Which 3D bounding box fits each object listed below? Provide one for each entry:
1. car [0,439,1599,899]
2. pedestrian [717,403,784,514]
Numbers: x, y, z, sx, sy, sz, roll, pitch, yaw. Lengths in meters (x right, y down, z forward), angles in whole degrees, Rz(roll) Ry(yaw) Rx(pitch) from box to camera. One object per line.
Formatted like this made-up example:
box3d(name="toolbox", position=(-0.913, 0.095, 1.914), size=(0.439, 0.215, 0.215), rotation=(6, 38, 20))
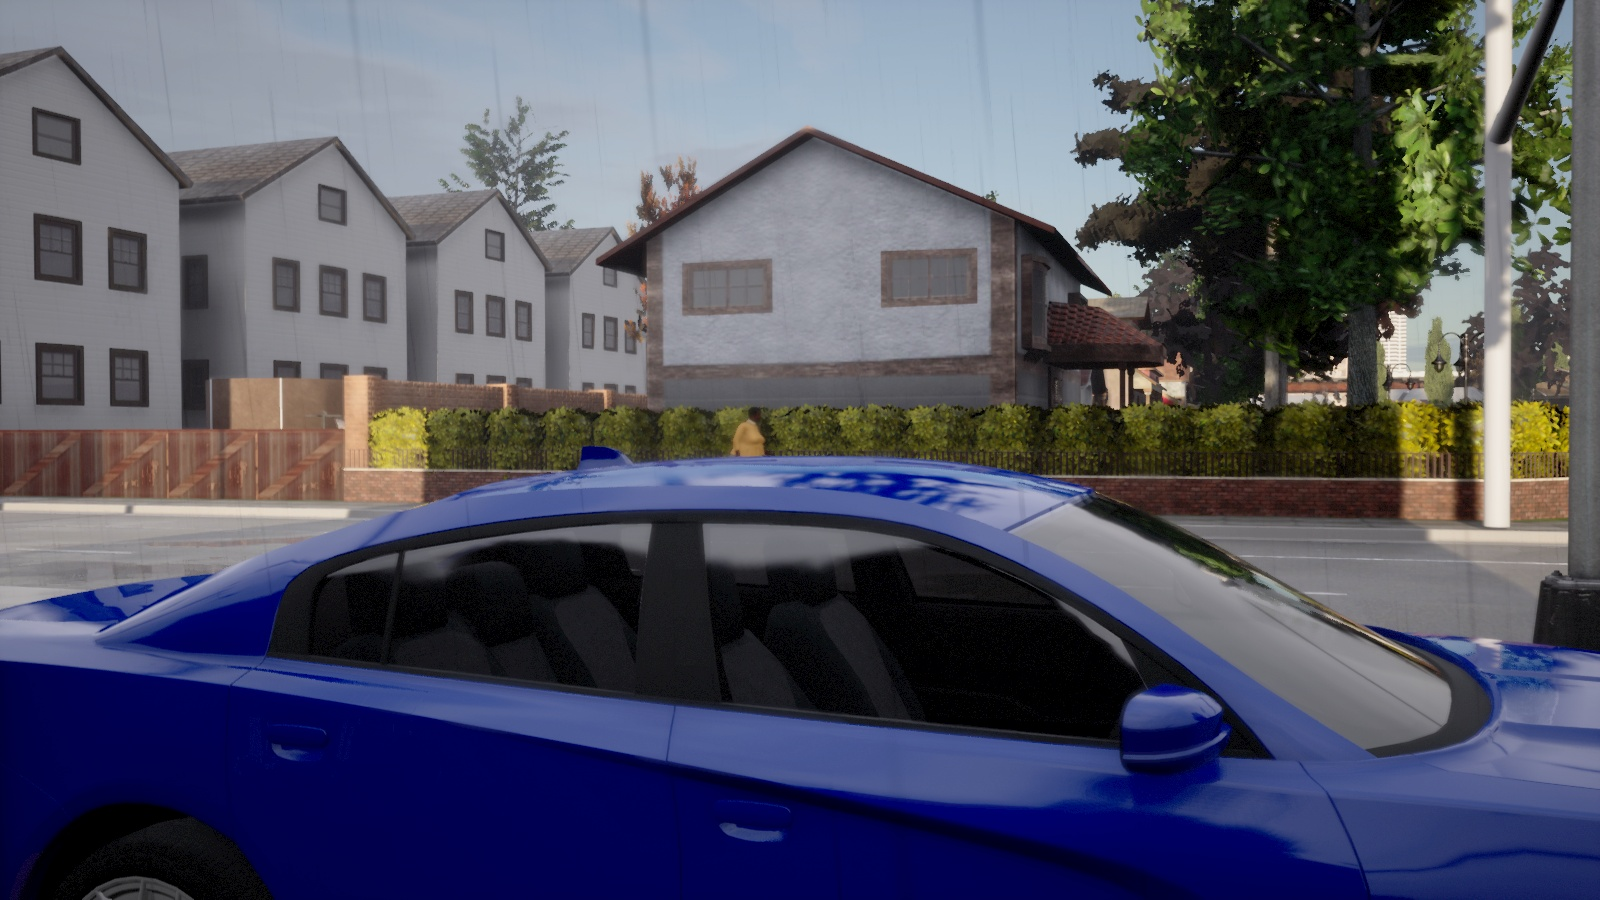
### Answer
box3d(name="car", position=(0.252, 0.756, 3.108), size=(5.008, 1.535, 1.882), rotation=(0, 1, 19))
box3d(name="pedestrian", position=(-0.838, 0.140, 21.552), size=(0.900, 1.855, 0.874), rotation=(0, 1, 18))
